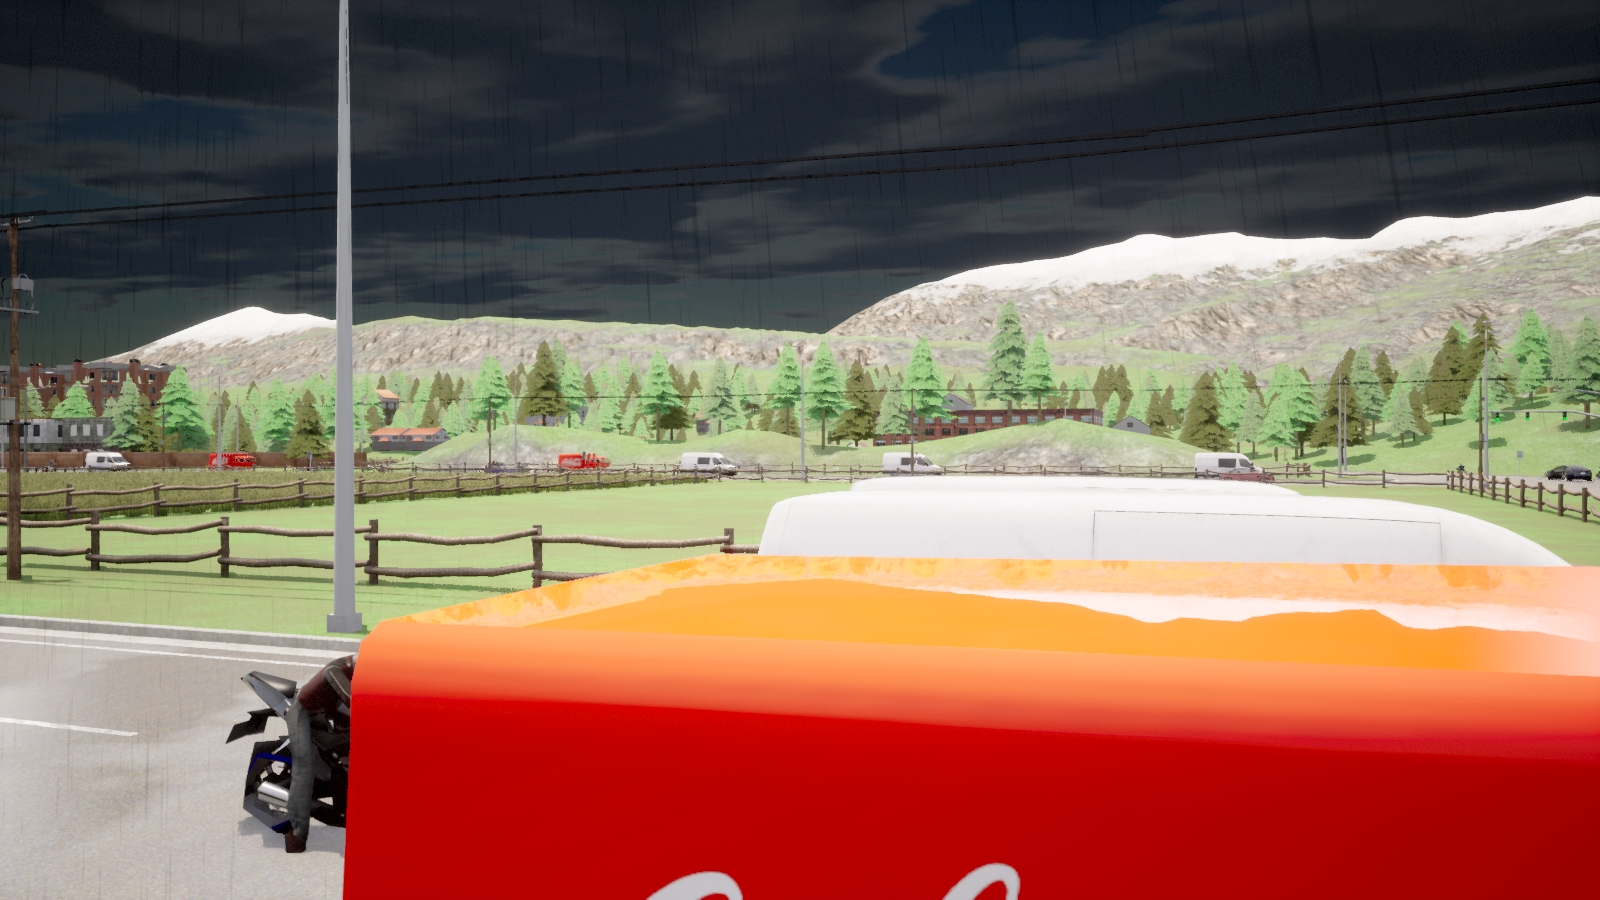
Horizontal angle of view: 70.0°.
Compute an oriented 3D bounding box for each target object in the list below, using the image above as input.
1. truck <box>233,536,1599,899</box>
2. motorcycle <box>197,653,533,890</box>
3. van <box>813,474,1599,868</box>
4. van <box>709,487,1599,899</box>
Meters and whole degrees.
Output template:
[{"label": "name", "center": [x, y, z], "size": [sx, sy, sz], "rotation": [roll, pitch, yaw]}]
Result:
[{"label": "truck", "center": [1.693, 1.576, 2.753], "size": [5.204, 2.467, 2.627], "rotation": [-1, 0, 21]}, {"label": "motorcycle", "center": [-3.100, 2.209, 8.150], "size": [2.209, 1.251, 0.867], "rotation": [0, 0, 20]}, {"label": "van", "center": [3.230, 1.533, 9.568], "size": [5.915, 2.561, 1.988], "rotation": [0, 0, 20]}, {"label": "van", "center": [2.633, 1.535, 6.060], "size": [5.915, 2.561, 1.988], "rotation": [0, 0, 20]}]
